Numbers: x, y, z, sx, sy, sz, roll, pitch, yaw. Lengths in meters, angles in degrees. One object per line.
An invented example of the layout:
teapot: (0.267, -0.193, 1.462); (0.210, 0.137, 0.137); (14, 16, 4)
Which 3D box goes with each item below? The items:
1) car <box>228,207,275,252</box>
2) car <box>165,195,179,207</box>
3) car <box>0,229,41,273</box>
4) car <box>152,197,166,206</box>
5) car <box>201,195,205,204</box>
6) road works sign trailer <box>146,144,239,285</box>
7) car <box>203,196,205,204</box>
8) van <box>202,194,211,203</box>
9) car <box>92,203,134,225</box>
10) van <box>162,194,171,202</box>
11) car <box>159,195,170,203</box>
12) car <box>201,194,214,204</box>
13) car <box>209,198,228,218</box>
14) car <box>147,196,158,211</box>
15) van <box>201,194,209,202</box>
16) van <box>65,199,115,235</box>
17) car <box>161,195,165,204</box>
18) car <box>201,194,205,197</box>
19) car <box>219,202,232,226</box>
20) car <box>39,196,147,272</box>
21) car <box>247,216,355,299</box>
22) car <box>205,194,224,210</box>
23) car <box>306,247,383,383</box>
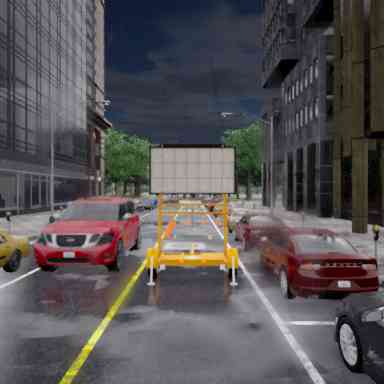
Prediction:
car: (2.784, 1.544, 13.725); (1.887, 1.381, 4.507); (0, 0, 0)
car: (-3.011, 1.556, 52.994); (2.033, 1.411, 5.357); (0, 0, 0)
car: (-5.750, 1.525, 8.131); (1.752, 1.417, 4.829); (0, 0, 0)
car: (-5.672, 1.576, 57.239); (1.947, 1.339, 4.313); (0, 0, 0)
car: (2.844, 1.552, 51.788); (1.887, 1.381, 4.507); (0, 0, 0)
road works sign trailer: (0.015, 0.464, 9.433); (2.380, 3.560, 2.880); (0, 0, 0)
car: (2.836, 1.531, 46.520); (1.752, 1.417, 4.829); (0, 0, 0)
van: (2.870, 1.358, 68.100); (1.690, 1.788, 3.998); (0, 0, 0)
car: (-5.724, 1.551, 24.613); (2.008, 1.369, 4.403); (0, 0, 0)
van: (-5.647, 1.361, 73.552); (1.690, 1.788, 3.998); (0, 0, 0)
car: (-5.655, 1.456, 68.114); (1.967, 1.590, 4.097); (0, 0, 0)
car: (2.861, 1.328, 62.663); (2.192, 1.841, 5.009); (0, 0, 0)
car: (2.810, 1.526, 30.207); (1.752, 1.417, 4.829); (0, 0, 0)
car: (-5.698, 1.569, 40.926); (1.947, 1.339, 4.313); (0, 0, 0)
van: (2.879, 1.361, 73.538); (1.690, 1.788, 3.998); (0, 0, 0)
van: (-5.733, 1.341, 19.176); (1.690, 1.788, 3.998); (0, 0, 0)
car: (-5.681, 1.533, 51.631); (1.752, 1.417, 4.829); (0, 0, 0)
car: (2.853, 1.450, 57.225); (1.967, 1.590, 4.097); (0, 0, 0)
car: (2.793, 1.525, 19.332); (1.752, 1.417, 4.829); (0, 0, 0)
car: (-3.082, 1.221, 11.114); (2.150, 2.045, 5.566); (0, 0, 0)
car: (2.776, 1.544, 8.287); (1.887, 1.381, 4.507); (0, 0, 0)
car: (2.818, 1.317, 35.475); (2.192, 1.841, 5.009); (0, 0, 0)
car: (2.767, 1.551, 2.849); (2.008, 1.369, 4.403); (0, 0, 0)
